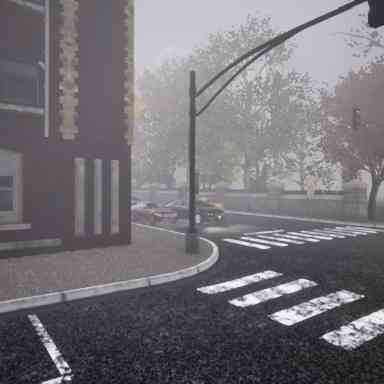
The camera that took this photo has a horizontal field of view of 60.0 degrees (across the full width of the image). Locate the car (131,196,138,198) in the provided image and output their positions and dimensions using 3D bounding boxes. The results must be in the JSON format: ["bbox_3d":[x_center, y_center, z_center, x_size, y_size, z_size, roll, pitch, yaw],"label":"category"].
[{"bbox_3d":[-5.764,1.158,25.492,1.802,1.307,4.206,2,0,-36],"label":"car"}]

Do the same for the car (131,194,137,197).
[{"bbox_3d":[-5.705,1.028,29.816,1.837,1.490,4.892,0,1,-36],"label":"car"}]

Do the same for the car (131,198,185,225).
[{"bbox_3d":[-2.523,1.257,21.004,1.802,1.307,4.206,2,0,-36],"label":"car"}]

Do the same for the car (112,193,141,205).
[{"bbox_3d":[-8.693,0.863,43.860,2.008,1.369,4.403,1,0,-36],"label":"car"}]

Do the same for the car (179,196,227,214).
[{"bbox_3d":[0.934,1.129,30.532,1.752,1.417,4.829,1,0,-36],"label":"car"}]

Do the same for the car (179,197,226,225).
[{"bbox_3d":[0.145,1.207,21.668,1.837,1.490,4.892,0,1,-39],"label":"car"}]
